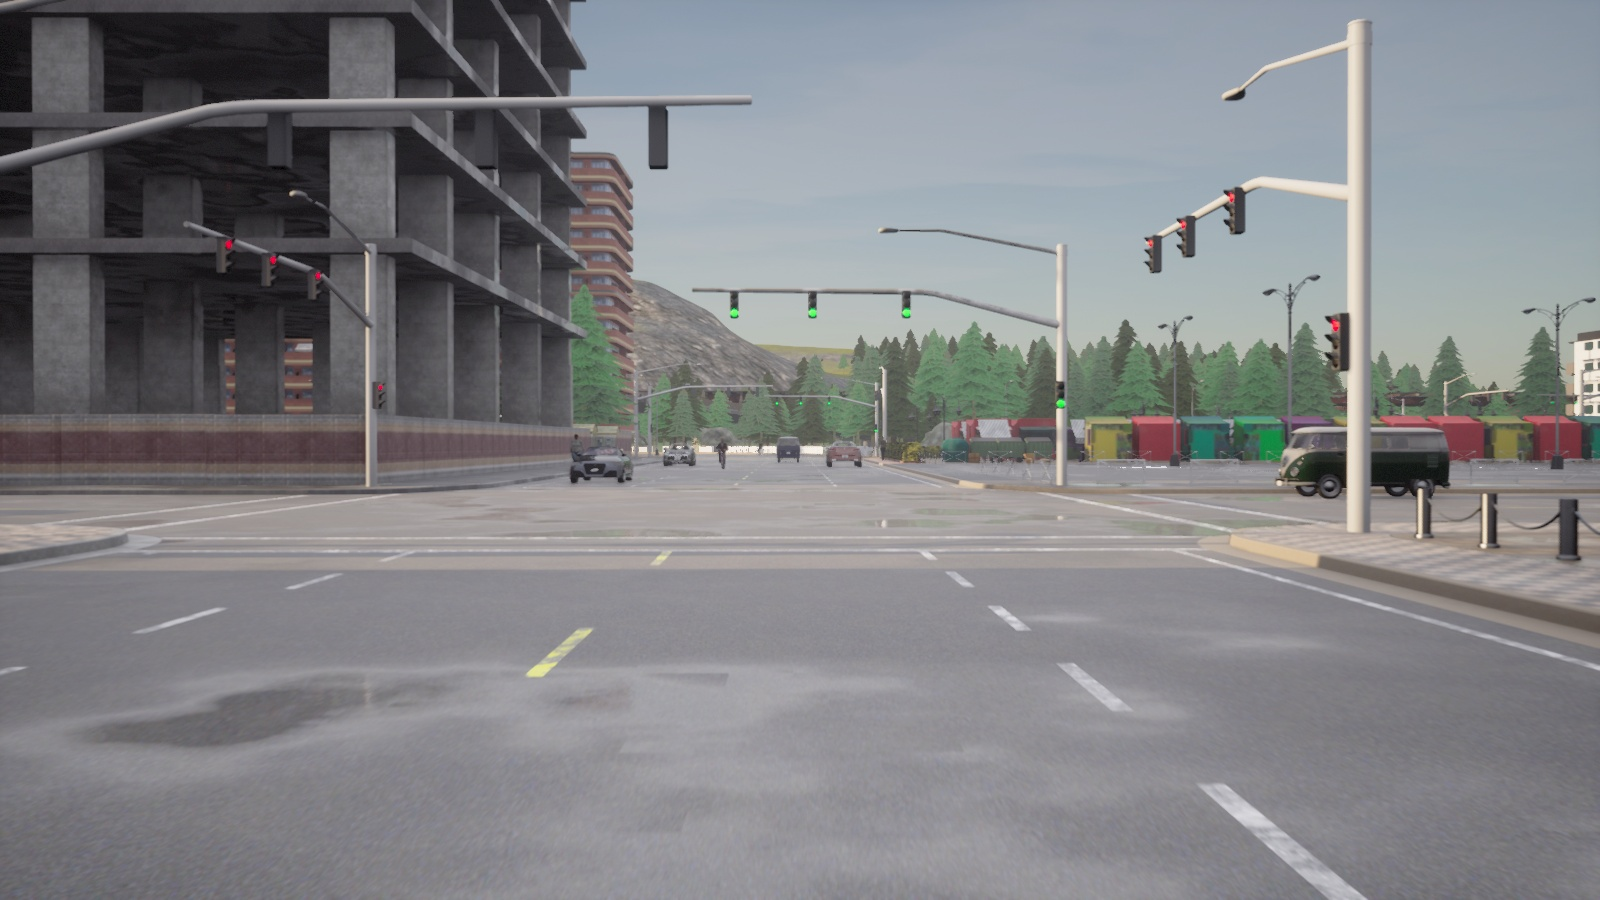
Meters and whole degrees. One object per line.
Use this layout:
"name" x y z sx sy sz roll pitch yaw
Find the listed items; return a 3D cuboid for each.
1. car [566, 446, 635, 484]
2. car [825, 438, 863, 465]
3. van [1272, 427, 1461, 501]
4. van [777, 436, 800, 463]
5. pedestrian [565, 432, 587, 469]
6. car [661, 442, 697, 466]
"car" -7.568 0.533 48.075 1.994 1.385 4.181 0 0 0
"car" 2.724 0.081 79.138 2.152 1.651 5.027 0 0 0
"van" 15.692 0.370 34.946 4.442 1.987 1.775 0 0 0
"van" -0.896 -0.047 96.855 1.775 1.987 4.442 0 0 0
"pedestrian" -11.359 0.032 63.746 0.874 1.855 0.900 0 0 9
"car" -7.790 0.248 81.181 1.970 1.475 3.806 0 0 0
